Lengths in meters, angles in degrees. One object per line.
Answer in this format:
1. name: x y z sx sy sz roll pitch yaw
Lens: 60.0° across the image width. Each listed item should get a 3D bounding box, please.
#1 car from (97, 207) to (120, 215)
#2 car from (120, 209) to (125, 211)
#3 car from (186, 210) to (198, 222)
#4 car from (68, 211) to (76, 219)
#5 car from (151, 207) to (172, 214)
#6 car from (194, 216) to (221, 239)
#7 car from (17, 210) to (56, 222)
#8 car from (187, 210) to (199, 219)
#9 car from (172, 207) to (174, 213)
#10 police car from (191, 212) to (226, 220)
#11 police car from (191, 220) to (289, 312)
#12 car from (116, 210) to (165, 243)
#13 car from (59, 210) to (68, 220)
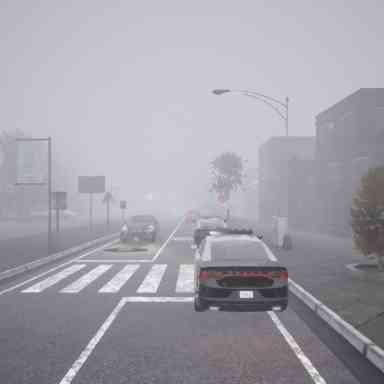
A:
1. car: -21.571 4.964 84.306 5.008 1.535 2.097 0 -2 0
2. car: -21.553 5.218 89.868 5.008 1.535 2.097 0 -3 0
3. car: 0.204 3.277 46.658 2.097 1.767 4.553 0 -2 1
4. car: -21.747 3.631 52.700 5.008 1.535 2.097 0 -2 0
5. car: -8.476 5.086 87.000 4.892 1.521 2.231 0 -3 0
6. car: 1.060 2.527 24.543 1.812 1.442 4.674 0 -2 0
7. car: -21.773 3.396 46.155 4.674 1.452 2.002 0 -2 0
8. car: 0.245 4.032 60.089 2.033 1.411 5.357 0 -2 0
9. car: -8.497 4.963 89.809 5.566 2.045 2.435 0 -3 0
10. police car: 1.034 2.179 18.658 1.930 1.638 5.238 0 -2 0
11. police car: 0.998 1.766 8.656 1.930 1.638 5.238 0 -2 0
12. car: -3.178 2.219 21.347 2.097 1.767 4.553 0 -2 0
13. car: -21.753 3.495 49.430 4.892 1.521 2.231 0 -2 0
